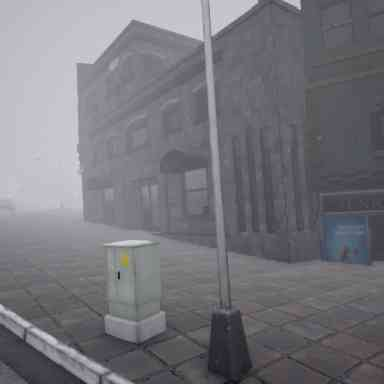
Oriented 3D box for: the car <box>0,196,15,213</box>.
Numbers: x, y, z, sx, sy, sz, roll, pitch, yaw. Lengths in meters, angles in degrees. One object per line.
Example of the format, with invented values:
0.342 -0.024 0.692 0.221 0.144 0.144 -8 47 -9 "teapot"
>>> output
-27.219 2.075 46.748 2.150 2.045 5.566 -4 -1 0 "car"
